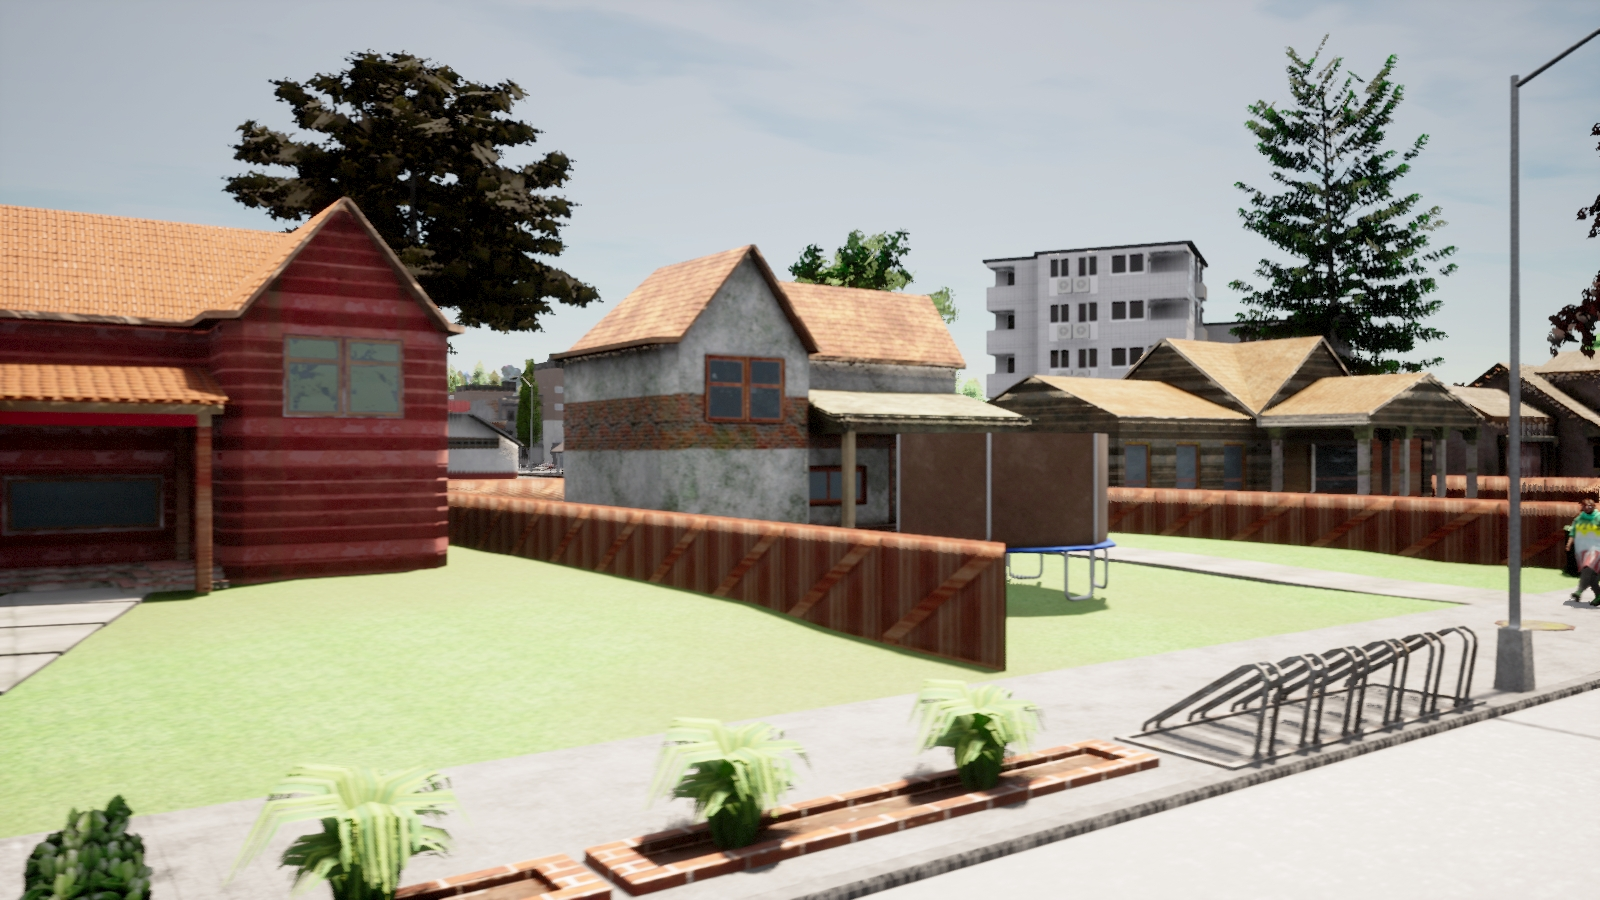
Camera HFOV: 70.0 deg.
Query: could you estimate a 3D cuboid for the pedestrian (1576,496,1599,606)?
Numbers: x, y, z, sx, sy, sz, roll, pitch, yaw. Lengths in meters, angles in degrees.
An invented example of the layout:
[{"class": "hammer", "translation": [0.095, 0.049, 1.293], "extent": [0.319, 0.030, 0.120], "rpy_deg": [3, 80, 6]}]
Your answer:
[{"class": "pedestrian", "translation": [13.681, 1.733, 19.695], "extent": [0.375, 1.860, 0.375], "rpy_deg": [0, 0, -25]}]
